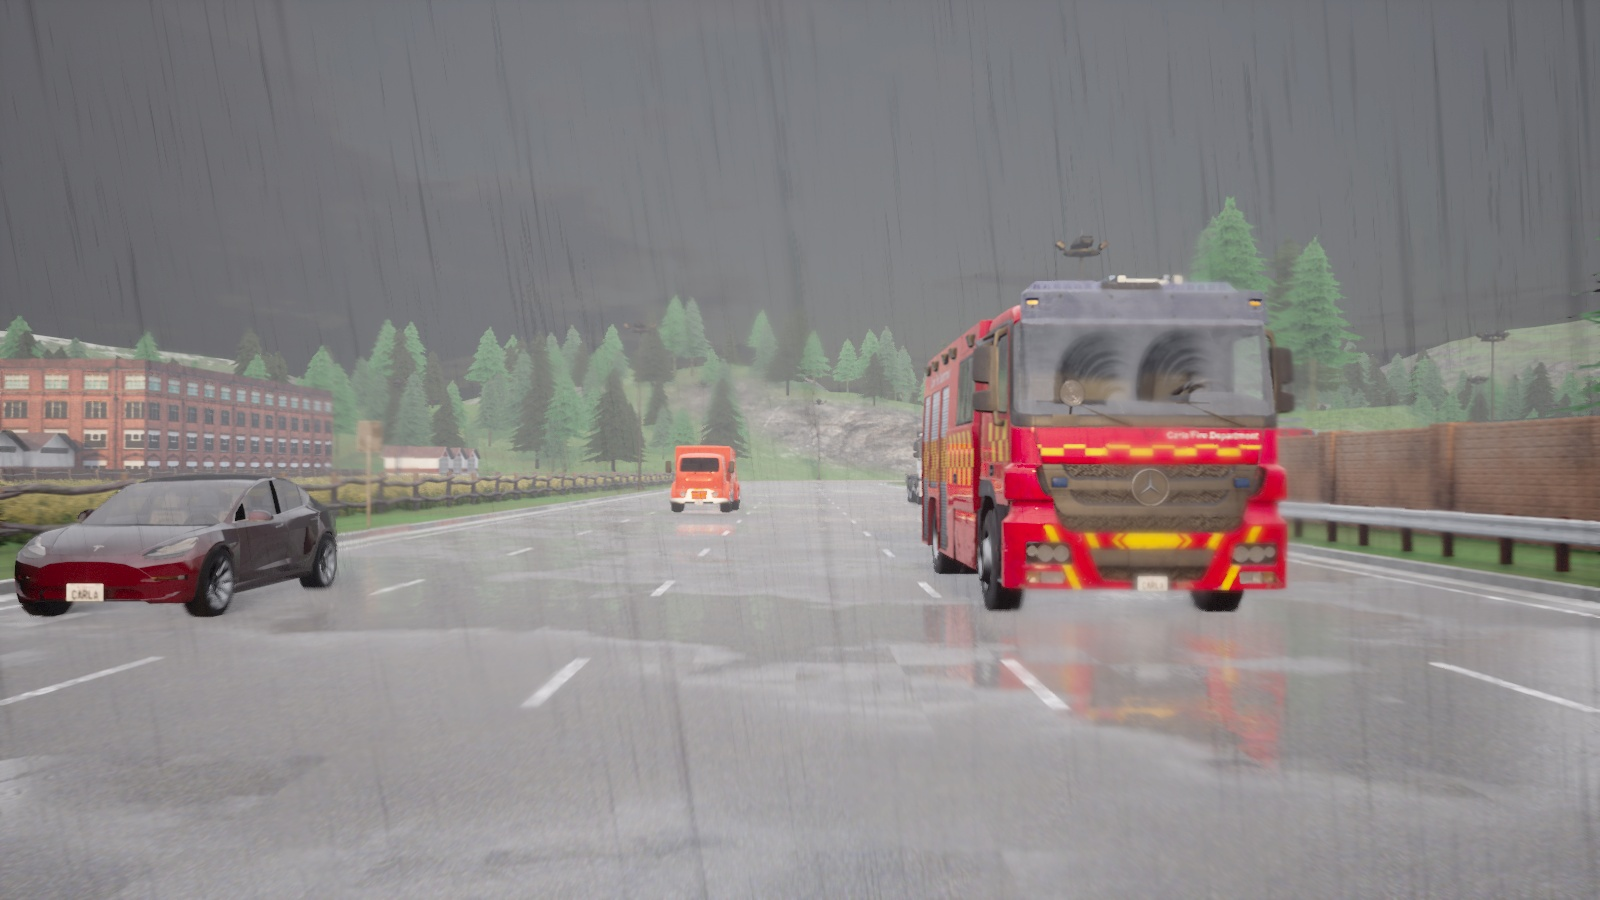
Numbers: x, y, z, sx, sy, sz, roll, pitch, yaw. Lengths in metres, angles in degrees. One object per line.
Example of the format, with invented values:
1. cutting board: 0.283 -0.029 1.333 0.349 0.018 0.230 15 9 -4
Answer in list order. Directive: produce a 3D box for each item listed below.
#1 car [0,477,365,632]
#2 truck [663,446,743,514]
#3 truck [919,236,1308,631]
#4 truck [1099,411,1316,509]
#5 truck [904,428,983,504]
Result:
1. car: -7.036 1.083 14.784 2.163 1.488 4.792 0 -1 0
2. truck: -3.617 1.122 47.821 2.627 2.467 5.204 0 -1 0
3. truck: 3.453 -0.096 16.448 2.891 3.827 8.468 0 -1 0
4. truck: 16.945 0.434 52.188 8.468 3.827 2.891 0 -1 -18
5. truck: 6.849 0.799 60.952 2.891 3.462 7.936 0 -1 0
